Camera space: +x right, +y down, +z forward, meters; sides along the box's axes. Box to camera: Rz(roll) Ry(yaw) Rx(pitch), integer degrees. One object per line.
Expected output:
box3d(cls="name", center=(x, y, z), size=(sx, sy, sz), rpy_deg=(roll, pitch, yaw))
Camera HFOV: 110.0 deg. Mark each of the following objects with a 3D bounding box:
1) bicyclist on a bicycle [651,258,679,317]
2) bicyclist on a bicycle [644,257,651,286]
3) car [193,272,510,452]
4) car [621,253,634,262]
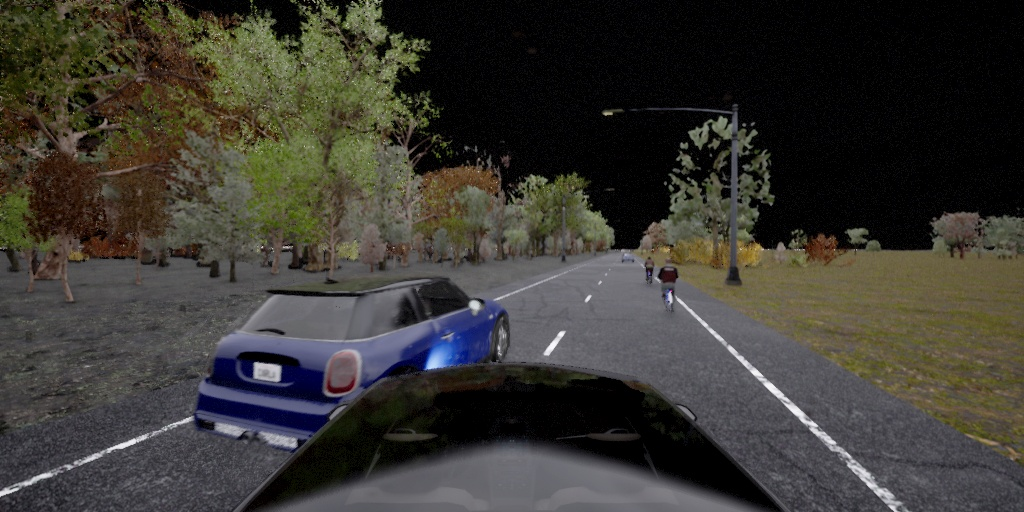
box3d(cls="bicyclist on a bicycle", center=(4.847, 0.943, 11.157), size=(0.659, 1.776, 1.843), rpy_deg=(0, 1, 17))
box3d(cls="bicyclist on a bicycle", center=(7.491, 0.868, 19.537), size=(0.582, 1.620, 1.656), rpy_deg=(0, 1, 18))
box3d(cls="car", center=(-1.586, 1.037, 5.286), size=(2.097, 1.767, 4.553), rpy_deg=(0, 1, 18))
box3d(cls="car", center=(18.503, 0.261, 57.289), size=(2.033, 1.411, 5.357), rpy_deg=(0, 1, 18))
